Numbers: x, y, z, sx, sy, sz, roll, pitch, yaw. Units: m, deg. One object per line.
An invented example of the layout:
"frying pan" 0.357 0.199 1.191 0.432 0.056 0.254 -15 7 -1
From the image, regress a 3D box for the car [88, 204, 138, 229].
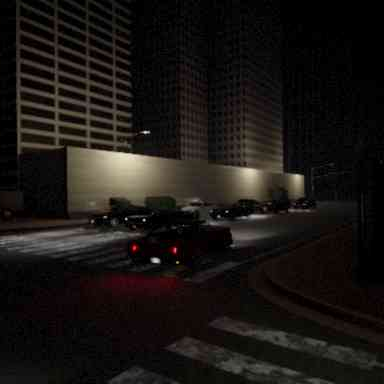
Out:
"car" -4.780 1.563 22.731 2.128 1.511 4.902 -1 0 36

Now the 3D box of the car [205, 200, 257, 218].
"car" 3.394 1.613 28.049 1.895 1.301 4.718 -1 0 36

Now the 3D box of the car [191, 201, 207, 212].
"car" 0.658 1.572 30.215 1.812 1.442 4.674 -1 0 36

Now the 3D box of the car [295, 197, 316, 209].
"car" 14.923 1.464 43.937 1.837 1.490 4.892 -1 0 36

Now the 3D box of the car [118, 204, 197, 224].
"car" -1.985 1.638 20.622 1.895 1.301 4.718 -1 0 36

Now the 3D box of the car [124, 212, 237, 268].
"car" -0.132 1.606 11.453 1.895 1.301 4.718 -1 1 24

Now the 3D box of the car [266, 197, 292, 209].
"car" 12.118 1.499 46.034 1.837 1.490 4.892 -1 0 36

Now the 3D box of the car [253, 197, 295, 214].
"car" 8.789 1.479 35.495 2.128 1.511 4.902 -1 0 36
